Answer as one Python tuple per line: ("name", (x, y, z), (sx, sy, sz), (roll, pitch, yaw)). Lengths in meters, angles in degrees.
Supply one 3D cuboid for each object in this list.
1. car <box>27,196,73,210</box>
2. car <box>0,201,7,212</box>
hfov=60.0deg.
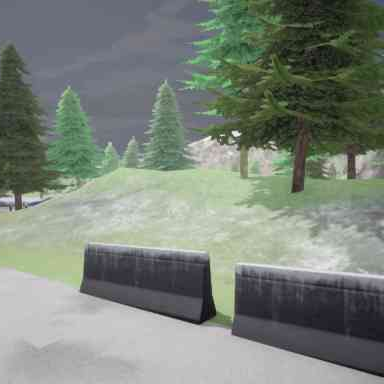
("car", (-18.462, 1.374, 42.803), (5.008, 1.535, 1.882), (0, 0, -42))
("car", (-21.870, 1.398, 34.400), (2.128, 1.511, 4.902), (0, 0, 42))
